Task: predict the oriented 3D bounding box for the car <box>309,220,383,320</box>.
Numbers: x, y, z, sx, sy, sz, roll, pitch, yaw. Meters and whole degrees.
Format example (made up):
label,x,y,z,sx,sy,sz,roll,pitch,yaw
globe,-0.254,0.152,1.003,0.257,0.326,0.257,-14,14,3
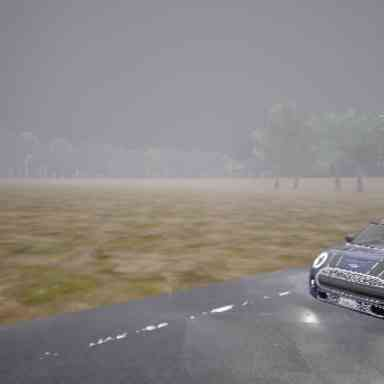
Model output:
label,x,y,z,sx,sy,sz,roll,pitch,yaw
car,4.619,1.395,7.233,4.553,1.767,2.097,0,0,-35
